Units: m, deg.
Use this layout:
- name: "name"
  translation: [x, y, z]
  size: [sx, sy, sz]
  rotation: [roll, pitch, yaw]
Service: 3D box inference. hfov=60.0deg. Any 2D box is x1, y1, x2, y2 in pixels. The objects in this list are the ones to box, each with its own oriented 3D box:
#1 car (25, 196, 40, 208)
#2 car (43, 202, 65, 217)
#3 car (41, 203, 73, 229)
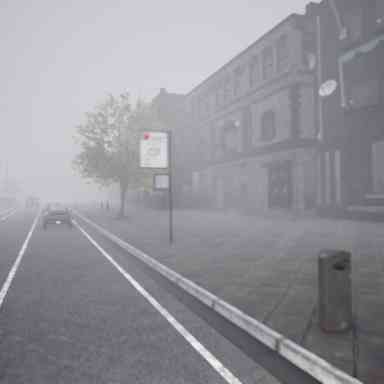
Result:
- name: "car"
  translation: [-28.203, 1.713, 58.937]
  size: [2.150, 2.045, 5.566]
  rotation: [0, 0, -23]
- name: "car"
  translation: [-15.292, 1.889, 36.868]
  size: [2.033, 1.411, 5.357]
  rotation: [0, 0, -23]
- name: "car"
  translation: [-9.964, 1.786, 24.586]
  size: [1.837, 1.490, 4.892]
  rotation: [0, 0, -23]
